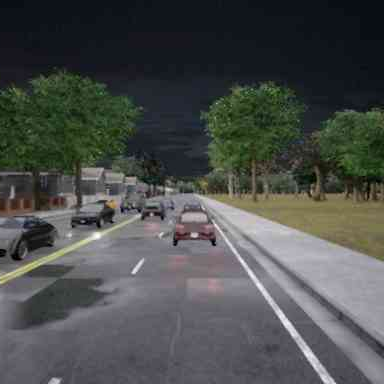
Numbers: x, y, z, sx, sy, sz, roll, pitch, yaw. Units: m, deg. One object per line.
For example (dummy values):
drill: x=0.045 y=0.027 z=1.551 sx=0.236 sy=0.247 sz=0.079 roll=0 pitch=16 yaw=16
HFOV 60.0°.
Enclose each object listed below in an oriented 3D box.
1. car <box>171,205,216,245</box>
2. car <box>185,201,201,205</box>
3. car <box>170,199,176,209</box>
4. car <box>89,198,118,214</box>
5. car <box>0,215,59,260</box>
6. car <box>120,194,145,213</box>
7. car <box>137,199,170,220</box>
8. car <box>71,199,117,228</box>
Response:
car: x=0.100 y=1.535 z=15.523 sx=1.812 sy=1.442 sz=4.674 roll=0 pitch=0 yaw=0
car: x=0.098 y=1.624 z=36.116 sx=1.895 sy=1.301 sz=4.718 roll=0 pitch=0 yaw=0
car: x=-3.158 y=1.575 z=42.147 sx=2.033 sy=1.411 sz=5.357 roll=0 pitch=0 yaw=0
car: x=-9.757 y=1.504 z=37.214 sx=1.882 sy=1.535 sz=5.008 roll=0 pitch=0 yaw=0
car: x=-6.575 y=1.572 z=12.252 sx=1.994 sy=1.385 sz=4.181 roll=0 pitch=0 yaw=0
car: x=-6.504 y=1.235 z=37.489 sx=2.150 sy=2.045 sz=5.566 roll=0 pitch=0 yaw=0
car: x=-3.151 y=1.522 z=28.349 sx=1.837 sy=1.490 sz=4.892 roll=0 pitch=0 yaw=0
car: x=-6.527 y=1.492 z=22.415 sx=1.882 sy=1.535 sz=5.008 roll=0 pitch=0 yaw=0
